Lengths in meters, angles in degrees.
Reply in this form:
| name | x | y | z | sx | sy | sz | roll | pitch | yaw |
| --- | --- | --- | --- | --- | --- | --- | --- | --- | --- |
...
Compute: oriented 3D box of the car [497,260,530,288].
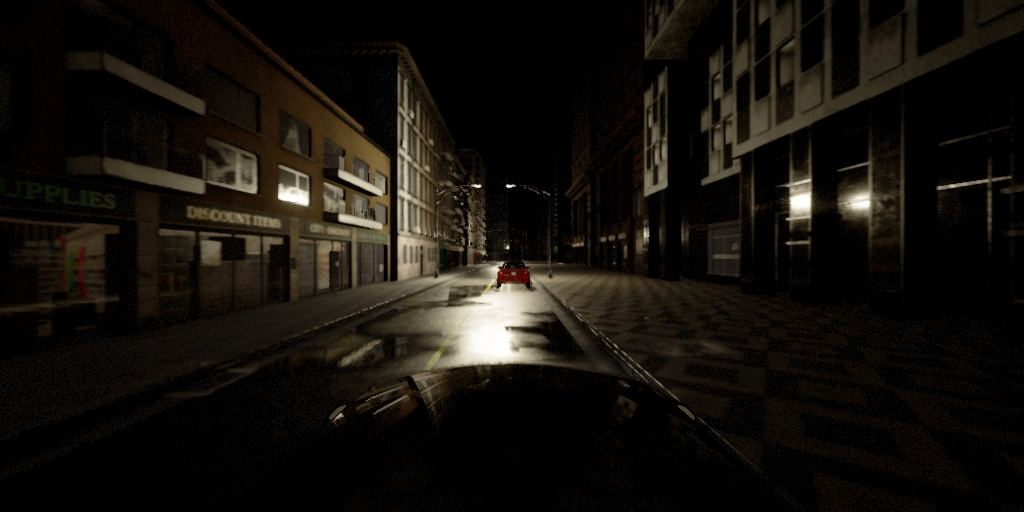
| name | x | y | z | sx | sy | sz | roll | pitch | yaw |
| --- | --- | --- | --- | --- | --- | --- | --- | --- | --- |
| car | 0.100 | 1.100 | 24.163 | 2.097 | 1.767 | 4.553 | 0 | 0 | 0 |
